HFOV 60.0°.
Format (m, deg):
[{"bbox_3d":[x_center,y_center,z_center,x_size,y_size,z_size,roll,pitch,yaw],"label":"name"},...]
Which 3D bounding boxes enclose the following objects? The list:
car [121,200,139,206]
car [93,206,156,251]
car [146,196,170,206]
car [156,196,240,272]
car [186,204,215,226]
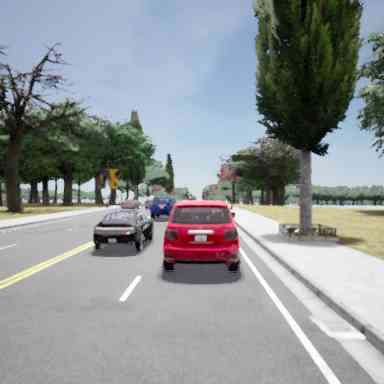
[{"bbox_3d":[-8.672,1.812,46.680,1.812,1.442,4.674,0,-1,2],"label":"car"},{"bbox_3d":[-2.829,1.567,14.557,2.128,1.511,4.902,0,0,2],"label":"car"},{"bbox_3d":[-2.417,1.390,30.205,2.150,2.045,5.566,0,0,2],"label":"car"},{"bbox_3d":[0.324,1.282,11.206,2.150,2.045,5.566,0,0,2],"label":"car"},{"bbox_3d":[0.678,1.693,25.903,2.033,1.411,5.357,0,0,2],"label":"car"}]
